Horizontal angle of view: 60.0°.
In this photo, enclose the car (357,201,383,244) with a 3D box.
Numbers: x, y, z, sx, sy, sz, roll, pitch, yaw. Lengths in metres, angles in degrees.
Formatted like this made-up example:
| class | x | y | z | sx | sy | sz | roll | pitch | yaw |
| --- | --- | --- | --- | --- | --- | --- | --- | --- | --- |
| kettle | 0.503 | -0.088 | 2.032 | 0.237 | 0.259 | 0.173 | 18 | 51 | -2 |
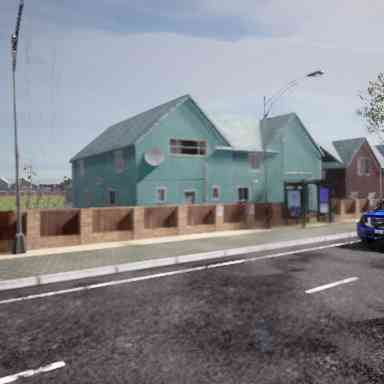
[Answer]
| class | x | y | z | sx | sy | sz | roll | pitch | yaw |
| --- | --- | --- | --- | --- | --- | --- | --- | --- | --- |
| car | 9.439 | 1.165 | 14.411 | 5.566 | 2.045 | 2.150 | 0 | 0 | -35 |
